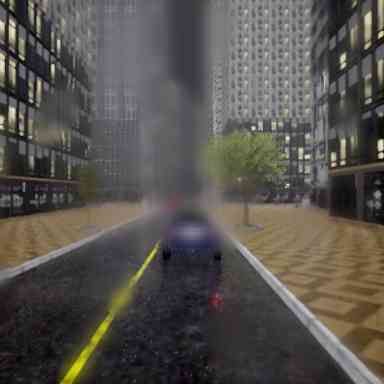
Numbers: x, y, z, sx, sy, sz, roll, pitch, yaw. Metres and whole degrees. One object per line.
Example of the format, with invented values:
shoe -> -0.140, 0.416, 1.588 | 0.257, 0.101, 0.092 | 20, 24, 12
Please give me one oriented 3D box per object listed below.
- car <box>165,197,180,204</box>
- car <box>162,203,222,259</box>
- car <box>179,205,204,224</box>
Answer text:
car -> -3.051, 1.800, 53.512 | 2.150, 2.045, 5.566 | 0, -1, 0
car -> 0.007, 1.489, 13.410 | 2.097, 1.767, 4.553 | 0, -1, 0
car -> -0.009, 1.860, 28.380 | 1.994, 1.385, 4.181 | 0, -1, 0
